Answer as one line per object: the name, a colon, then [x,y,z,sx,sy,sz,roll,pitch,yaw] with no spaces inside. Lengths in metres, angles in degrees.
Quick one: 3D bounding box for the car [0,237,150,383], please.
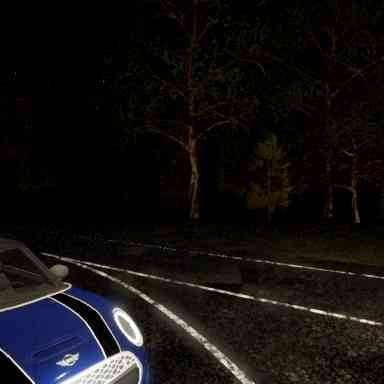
car: [-2.634,1.338,3.756,4.553,1.767,2.097,1,0,35]
